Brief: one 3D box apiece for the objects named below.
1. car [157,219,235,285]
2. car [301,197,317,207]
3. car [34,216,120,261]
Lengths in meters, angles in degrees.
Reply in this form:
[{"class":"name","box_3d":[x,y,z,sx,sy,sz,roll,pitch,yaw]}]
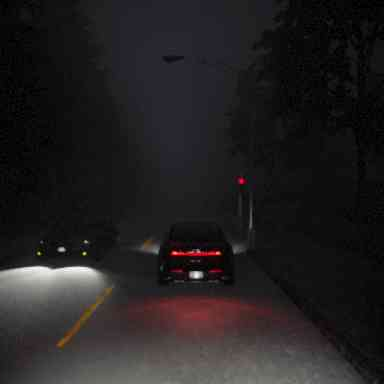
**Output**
[{"class":"car","box_3d":[0.095,1.530,9.550,1.837,1.490,4.892,0,0,0]},{"class":"car","box_3d":[15.776,1.421,46.126,1.994,1.381,4.181,0,0,0]},{"class":"car","box_3d":[-4.008,1.596,12.274,1.994,1.385,4.181,0,0,1]}]
